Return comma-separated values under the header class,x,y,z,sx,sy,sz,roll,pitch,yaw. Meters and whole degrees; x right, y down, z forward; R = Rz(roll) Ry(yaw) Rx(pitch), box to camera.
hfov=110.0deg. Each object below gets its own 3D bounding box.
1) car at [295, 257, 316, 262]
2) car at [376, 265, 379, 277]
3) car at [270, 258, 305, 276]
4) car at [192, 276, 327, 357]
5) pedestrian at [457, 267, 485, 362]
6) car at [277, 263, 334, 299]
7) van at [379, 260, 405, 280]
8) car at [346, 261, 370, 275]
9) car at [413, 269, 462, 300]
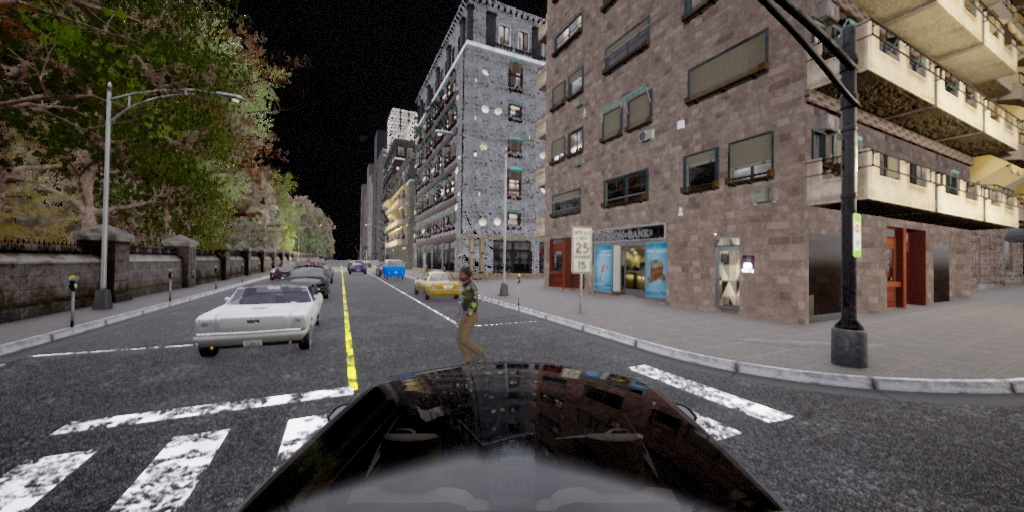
class,x,y,z,sx,sy,sz,roll,pitch,yaw
car,-23.332,1.079,39.516,2.192,1.841,5.009,0,0,-26
car,-13.385,1.344,38.133,1.967,1.591,4.097,0,0,-26
car,-18.557,1.173,29.521,1.967,1.591,4.097,0,0,-26
car,-5.751,1.320,8.680,1.895,1.301,4.718,1,-1,-25
pedestrian,-0.789,1.069,6.588,0.375,1.860,0.375,2,-1,-26
car,-10.030,1.249,17.717,1.837,1.490,4.892,1,-1,-26
van,-10.997,1.230,33.135,1.690,1.789,3.998,0,0,-26
car,-18.089,1.398,42.003,1.812,1.442,4.674,1,-1,-25
car,-3.909,1.371,18.295,1.751,1.417,4.829,0,0,-26
